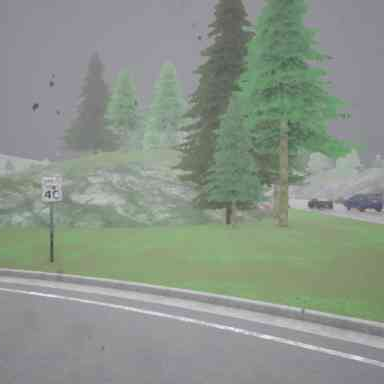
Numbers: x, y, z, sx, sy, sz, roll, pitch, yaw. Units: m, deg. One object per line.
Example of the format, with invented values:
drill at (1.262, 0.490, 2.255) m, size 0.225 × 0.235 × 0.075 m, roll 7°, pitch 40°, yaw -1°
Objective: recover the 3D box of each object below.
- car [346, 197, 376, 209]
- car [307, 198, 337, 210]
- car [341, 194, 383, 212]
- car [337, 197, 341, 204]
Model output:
car at (23.340, 1.505, 46.108) m, size 1.837 × 1.490 × 4.892 m, roll 0°, pitch 0°, yaw 2°
car at (16.214, 1.477, 42.274) m, size 1.882 × 1.535 × 5.008 m, roll 0°, pitch 0°, yaw 2°
car at (19.580, 1.221, 38.080) m, size 2.150 × 2.045 × 5.566 m, roll 0°, pitch 0°, yaw 2°
car at (27.286, 1.526, 59.479) m, size 1.812 × 1.442 × 4.674 m, roll 0°, pitch 0°, yaw 2°
